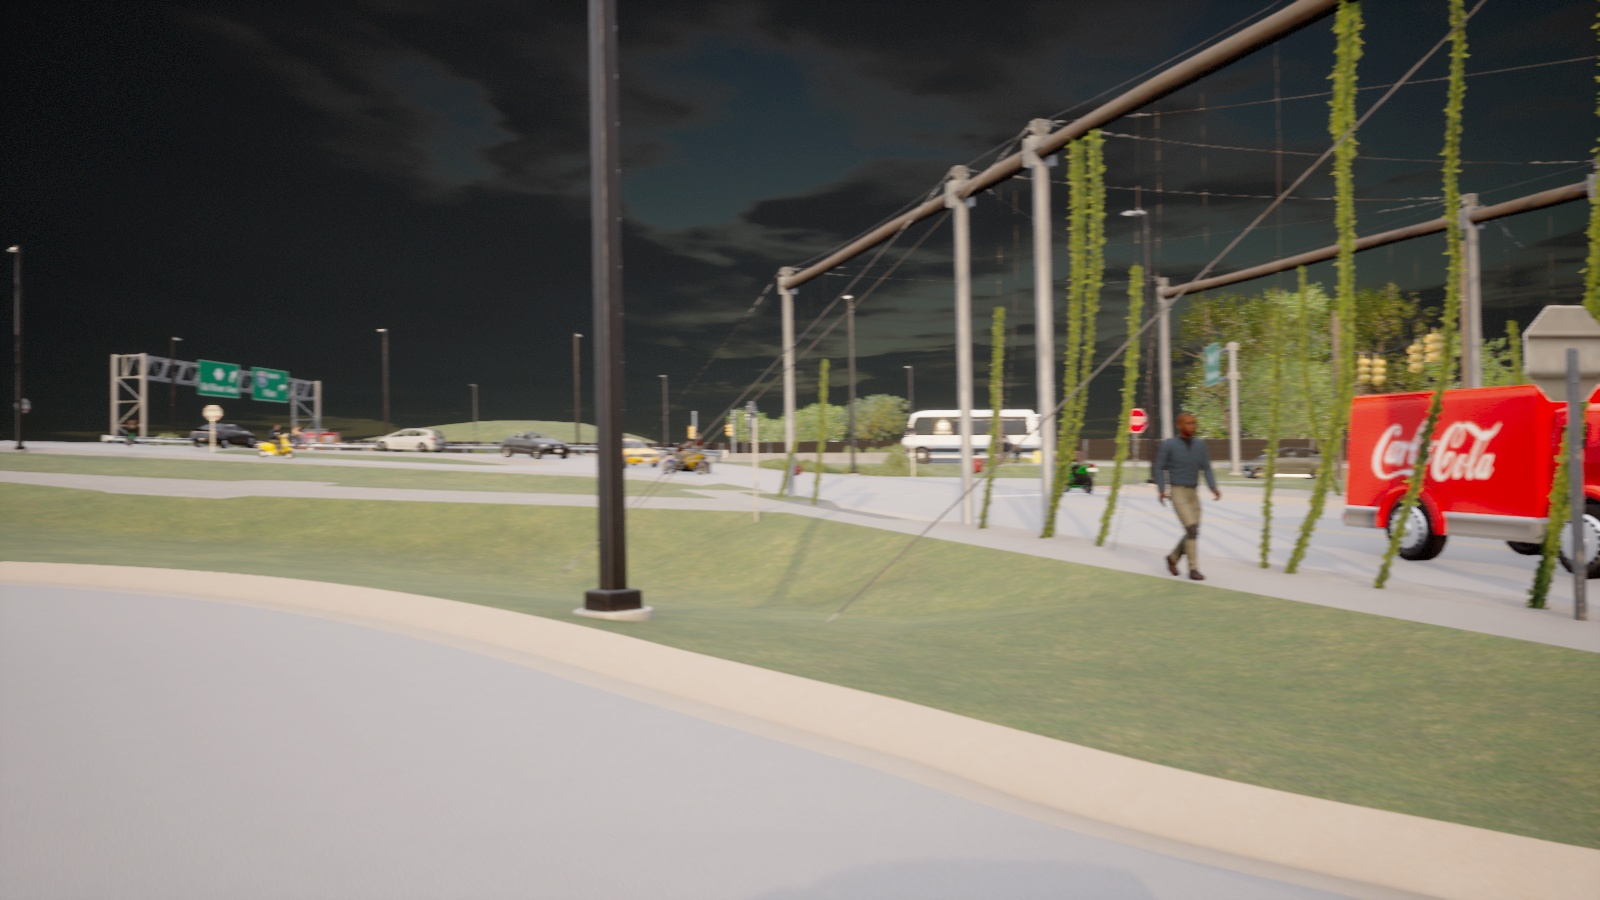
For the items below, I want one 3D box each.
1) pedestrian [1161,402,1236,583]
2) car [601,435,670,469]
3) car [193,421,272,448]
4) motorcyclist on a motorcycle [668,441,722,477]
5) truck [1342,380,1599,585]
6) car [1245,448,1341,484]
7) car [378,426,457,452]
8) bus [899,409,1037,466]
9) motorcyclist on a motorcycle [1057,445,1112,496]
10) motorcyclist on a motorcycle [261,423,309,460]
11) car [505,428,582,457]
[{"bbox_3d":[4.169,0.435,13.172,0.370,1.835,0.726,-1,-1,-15],"label":"pedestrian"},{"bbox_3d":[-8.474,0.067,64.409,1.801,1.575,5.366,-1,2,-27],"label":"car"},{"bbox_3d":[-34.513,-0.918,76.486,2.128,1.511,4.902,2,0,7],"label":"car"},{"bbox_3d":[-4.589,0.379,55.086,2.191,1.530,0.866,1,0,10],"label":"motorcyclist on a motorcycle"},{"bbox_3d":[10.338,0.367,17.129,2.627,2.467,5.204,-1,0,-17],"label":"truck"},{"bbox_3d":[22.077,0.698,56.352,3.705,1.549,1.789,0,-1,8],"label":"car"},{"bbox_3d":[-26.128,-0.744,85.768,4.611,1.667,2.242,1,0,14],"label":"car"},{"bbox_3d":[12.926,-0.909,96.622,10.273,4.253,3.944,0,-1,9],"label":"bus"},{"bbox_3d":[8.853,0.632,39.142,0.797,1.523,2.044,-1,1,-16],"label":"motorcyclist on a motorcycle"},{"bbox_3d":[-23.822,-0.398,58.130,1.817,1.590,0.866,3,0,10],"label":"motorcyclist on a motorcycle"},{"bbox_3d":[-15.498,-0.466,75.742,2.152,1.651,5.027,0,2,-44],"label":"car"}]
